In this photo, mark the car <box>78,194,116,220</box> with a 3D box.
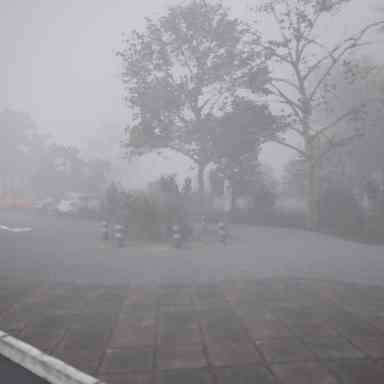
[{"bbox_3d":[-6.699,1.311,27.784,2.185,1.767,4.553,0,0,36],"label":"car"}]

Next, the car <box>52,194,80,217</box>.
[{"bbox_3d":[-8.926,1.167,29.457,2.435,2.045,5.566,0,0,36],"label":"car"}]

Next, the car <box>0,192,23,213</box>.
[{"bbox_3d":[-18.011,1.217,35.905,2.185,1.767,4.553,0,0,36],"label":"car"}]

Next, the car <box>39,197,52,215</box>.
[{"bbox_3d":[-11.289,1.273,31.157,2.185,1.767,4.553,0,0,36],"label":"car"}]

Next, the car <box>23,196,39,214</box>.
[{"bbox_3d":[-13.551,1.254,32.781,2.185,1.767,4.553,0,0,36],"label":"car"}]
